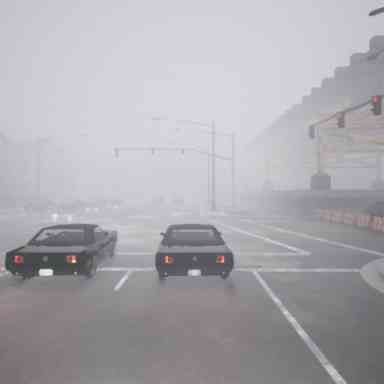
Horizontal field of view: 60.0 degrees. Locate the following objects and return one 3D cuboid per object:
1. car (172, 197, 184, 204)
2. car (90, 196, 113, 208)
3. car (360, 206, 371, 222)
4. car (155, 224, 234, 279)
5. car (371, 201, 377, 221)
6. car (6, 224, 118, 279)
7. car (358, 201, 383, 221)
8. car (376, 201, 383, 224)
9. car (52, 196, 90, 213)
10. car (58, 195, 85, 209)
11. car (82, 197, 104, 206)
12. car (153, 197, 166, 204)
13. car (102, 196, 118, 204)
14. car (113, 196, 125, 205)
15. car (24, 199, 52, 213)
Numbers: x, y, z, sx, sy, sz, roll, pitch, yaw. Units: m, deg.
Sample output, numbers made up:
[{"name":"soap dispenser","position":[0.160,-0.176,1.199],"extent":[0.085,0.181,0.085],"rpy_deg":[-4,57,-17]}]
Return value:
[{"name":"car","position":[-2.669,1.633,63.083],"extent":[1.994,1.385,4.181],"rpy_deg":[0,0,1]},{"name":"car","position":[-13.628,1.600,48.301],"extent":[2.033,1.411,5.357],"rpy_deg":[0,0,2]},{"name":"car","position":[14.039,1.479,24.544],"extent":[2.038,1.542,4.974],"rpy_deg":[0,0,45]},{"name":"car","position":[-0.031,1.612,10.060],"extent":[1.895,1.301,4.718],"rpy_deg":[0,0,-2]},{"name":"car","position":[13.934,1.474,19.937],"extent":[2.038,1.542,4.974],"rpy_deg":[0,0,-35]},{"name":"car","position":[-3.532,1.612,10.073],"extent":[1.895,1.301,4.718],"rpy_deg":[0,0,-2]},{"name":"car","position":[14.075,1.322,24.581],"extent":[1.853,1.218,4.536],"rpy_deg":[0,0,45]},{"name":"car","position":[13.964,1.317,19.895],"extent":[1.853,1.218,4.536],"rpy_deg":[0,0,-35]},{"name":"car","position":[-13.881,1.520,38.477],"extent":[1.882,1.535,5.008],"rpy_deg":[0,0,2]},{"name":"car","position":[-17.151,1.404,47.474],"extent":[2.097,1.767,4.553],"rpy_deg":[0,0,2]},{"name":"car","position":[-16.864,1.610,57.054],"extent":[2.033,1.411,5.357],"rpy_deg":[0,0,2]},{"name":"car","position":[-6.167,1.633,63.171],"extent":[1.994,1.385,4.181],"rpy_deg":[0,0,1]},{"name":"car","position":[-16.562,1.551,67.502],"extent":[1.882,1.535,5.008],"rpy_deg":[0,0,1]},{"name":"car","position":[-13.316,1.665,58.605],"extent":[1.895,1.301,4.718],"rpy_deg":[0,0,2]},{"name":"car","position":[-17.386,1.533,38.274],"extent":[2.128,1.511,4.902],"rpy_deg":[0,0,2]}]
